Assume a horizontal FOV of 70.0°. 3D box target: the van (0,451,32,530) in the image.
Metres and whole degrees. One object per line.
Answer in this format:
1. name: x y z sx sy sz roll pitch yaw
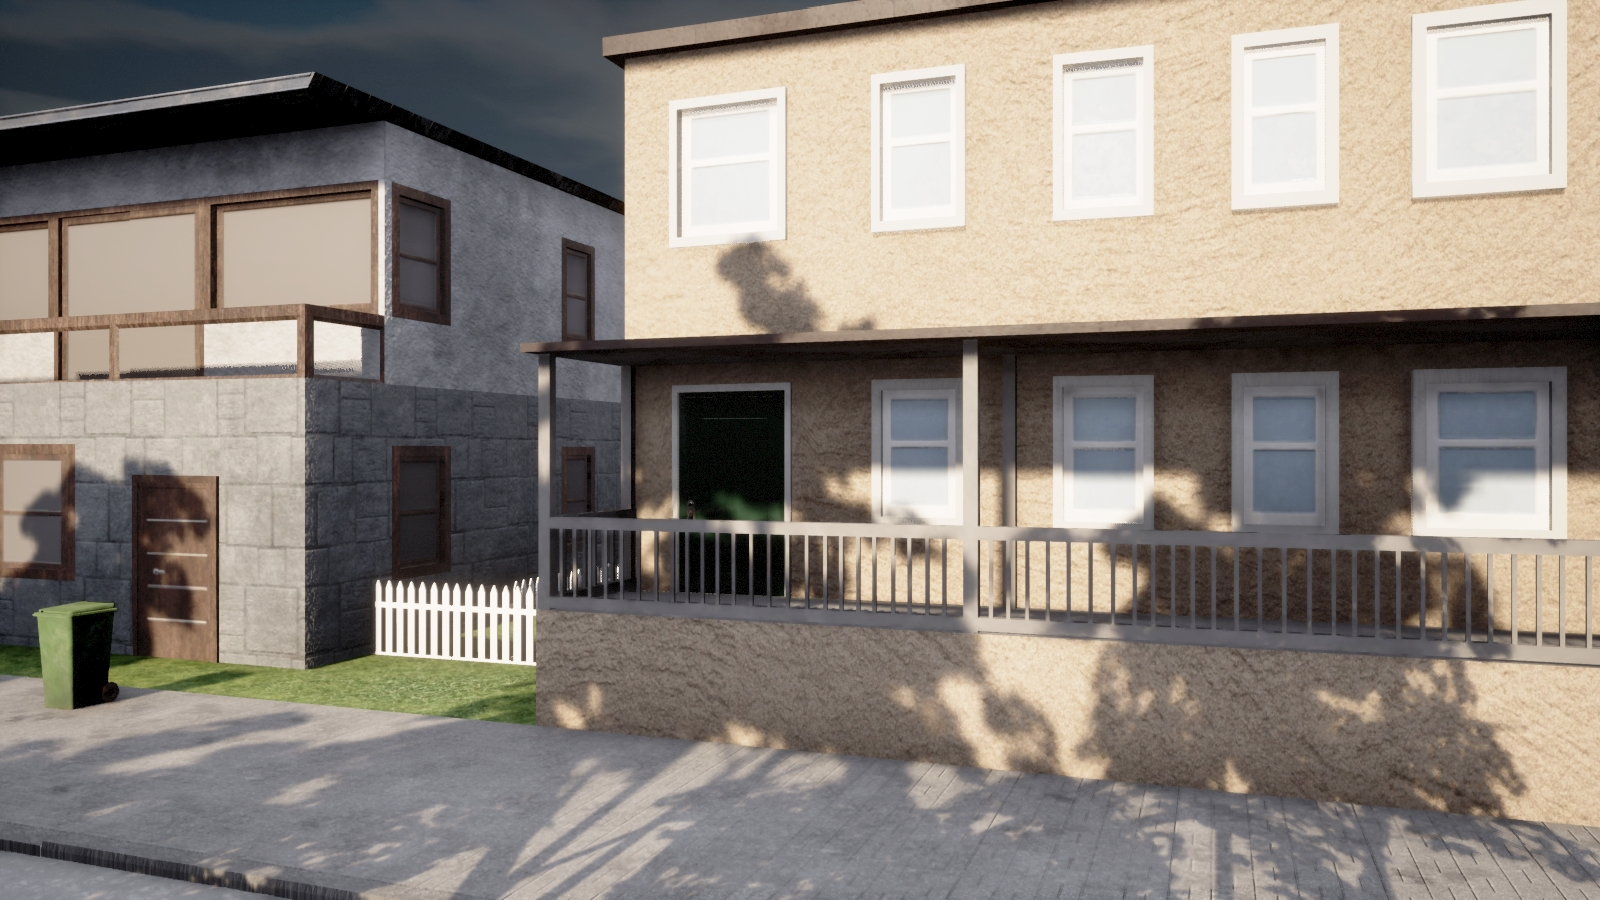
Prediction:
1. van: -27.753 1.329 35.973 1.988 2.561 5.915 0 0 20
